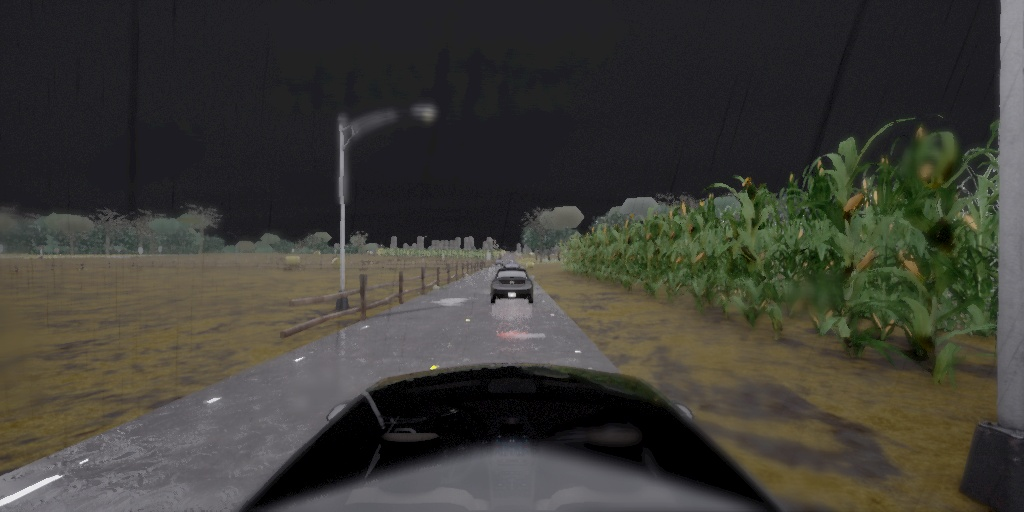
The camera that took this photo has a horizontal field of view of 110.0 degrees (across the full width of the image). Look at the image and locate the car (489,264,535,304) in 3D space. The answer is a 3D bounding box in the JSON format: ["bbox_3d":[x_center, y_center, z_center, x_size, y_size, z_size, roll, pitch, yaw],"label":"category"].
[{"bbox_3d":[0.000,1.284,16.504,1.837,1.490,4.892,0,0,0],"label":"car"}]

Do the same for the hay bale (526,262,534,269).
[{"bbox_3d":[3.125,1.599,61.788,1.220,1.180,1.240,0,0,0],"label":"hay bale"}]

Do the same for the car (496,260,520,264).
[{"bbox_3d":[0.000,1.306,31.508,2.128,1.511,4.902,0,0,0],"label":"car"}]
